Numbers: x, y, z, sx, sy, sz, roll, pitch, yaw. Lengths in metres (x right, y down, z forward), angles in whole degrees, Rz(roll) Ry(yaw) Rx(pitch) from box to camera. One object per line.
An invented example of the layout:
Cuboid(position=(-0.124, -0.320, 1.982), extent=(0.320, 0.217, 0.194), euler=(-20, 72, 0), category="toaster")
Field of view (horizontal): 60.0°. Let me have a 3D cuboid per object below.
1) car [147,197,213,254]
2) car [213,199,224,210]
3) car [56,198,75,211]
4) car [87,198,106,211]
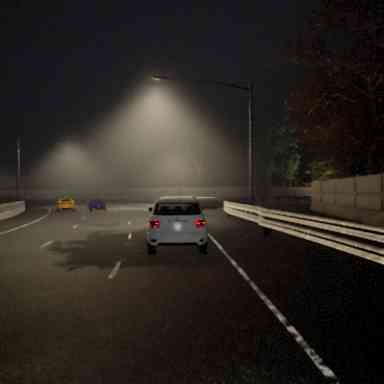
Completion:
Cuboid(position=(-0.631, 1.210, 13.722), extent=(2.150, 2.045, 5.566), euler=(0, 0, -3), category="car")
Cuboid(position=(2.631, 1.504, 41.719), extent=(1.994, 1.385, 4.181), euler=(0, 0, 24), category="car")
Cuboid(position=(-15.480, 1.513, 40.701), extent=(1.882, 1.535, 5.008), euler=(0, 0, -23), category="car")
Cuboid(position=(-11.816, 1.493, 41.040), extent=(1.882, 1.535, 5.008), euler=(0, 0, -22), category="car")
